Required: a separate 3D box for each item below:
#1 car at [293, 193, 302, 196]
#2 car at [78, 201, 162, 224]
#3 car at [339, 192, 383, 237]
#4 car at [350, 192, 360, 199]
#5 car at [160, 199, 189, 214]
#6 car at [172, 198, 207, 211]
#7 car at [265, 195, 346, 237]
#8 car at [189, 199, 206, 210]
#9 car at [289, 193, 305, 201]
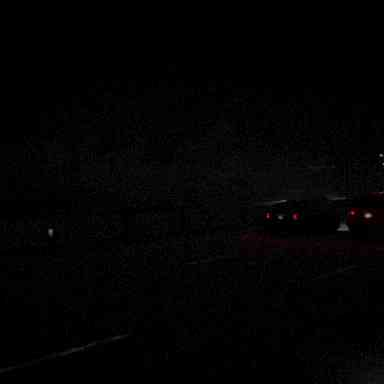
[{"bbox_3d":[17.797,1.136,51.450,1.882,1.535,5.008,-1,0,36],"label":"car"},{"bbox_3d":[-4.984,1.607,22.329,5.357,1.411,2.033,-1,0,-39],"label":"car"},{"bbox_3d":[9.559,1.055,16.118,5.566,2.045,2.150,-1,0,-42],"label":"car"},{"bbox_3d":[38.052,0.820,77.677,1.812,1.442,4.674,-1,0,30],"label":"car"},{"bbox_3d":[-3.006,1.497,28.630,5.008,1.535,1.882,-1,0,-42],"label":"car"},{"bbox_3d":[-0.254,1.526,40.899,1.994,1.385,4.181,-1,0,44],"label":"car"},{"bbox_3d":[5.920,1.239,17.618,4.553,1.767,2.097,-1,0,-41],"label":"car"},{"bbox_3d":[-0.726,1.539,35.500,4.181,1.385,1.994,-1,0,-44],"label":"car"},{"bbox_3d":[23.073,1.071,72.907,2.128,1.511,4.902,-1,0,30],"label":"car"}]
